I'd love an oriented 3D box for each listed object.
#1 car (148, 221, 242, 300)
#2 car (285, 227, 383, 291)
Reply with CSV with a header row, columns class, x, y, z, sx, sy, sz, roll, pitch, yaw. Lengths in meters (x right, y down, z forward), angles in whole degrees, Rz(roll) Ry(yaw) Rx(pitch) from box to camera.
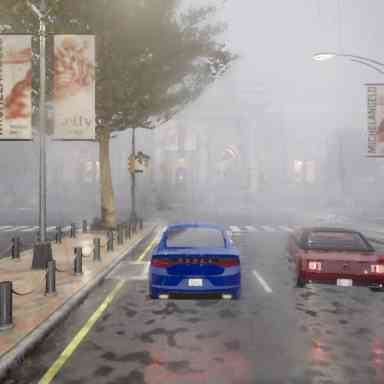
class,x,y,z,sx,sy,sz,roll,pitch,yaw
car,0.071,1.478,8.470,1.882,1.535,5.008,0,0,0
car,3.677,1.601,9.097,1.895,1.301,4.718,0,0,13
